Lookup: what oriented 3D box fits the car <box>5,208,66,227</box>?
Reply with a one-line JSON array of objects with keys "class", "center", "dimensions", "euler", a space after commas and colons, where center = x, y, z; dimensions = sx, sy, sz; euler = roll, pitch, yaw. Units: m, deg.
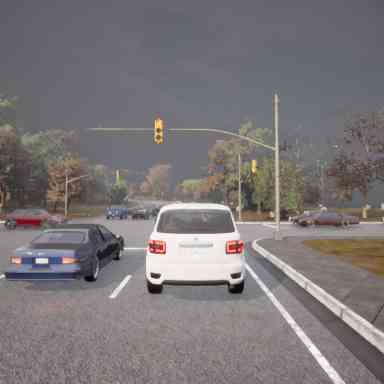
[{"class": "car", "center": [-12.175, 2.067, 26.315], "dimensions": [4.553, 1.767, 2.097], "euler": [0, -3, 7]}]

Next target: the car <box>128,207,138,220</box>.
[{"class": "car", "center": [-7.071, 3.150, 45.822], "dimensions": [1.895, 1.301, 4.718], "euler": [0, -2, -1]}]

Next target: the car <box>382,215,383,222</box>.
[{"class": "car", "center": [21.429, 2.510, 33.030], "dimensions": [4.902, 1.511, 2.128], "euler": [0, -3, -3]}]

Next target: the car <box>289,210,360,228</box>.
[{"class": "car", "center": [11.727, 2.391, 29.155], "dimensions": [5.357, 1.411, 2.033], "euler": [0, -3, -1]}]

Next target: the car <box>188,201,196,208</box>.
[{"class": "car", "center": [-0.087, 3.299, 87.819], "dimensions": [1.837, 1.490, 4.892], "euler": [0, 0, -3]}]

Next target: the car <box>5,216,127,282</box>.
[{"class": "car", "center": [-3.414, 1.665, 10.057], "dimensions": [2.033, 1.411, 5.357], "euler": [0, -1, 0]}]

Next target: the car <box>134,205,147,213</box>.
[{"class": "car", "center": [-10.485, 3.489, 67.849], "dimensions": [1.895, 1.301, 4.718], "euler": [0, 0, 0]}]

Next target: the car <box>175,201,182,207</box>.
[{"class": "car", "center": [-3.564, 3.105, 87.467], "dimensions": [1.882, 1.535, 5.008], "euler": [0, 0, -3]}]

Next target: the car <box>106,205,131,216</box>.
[{"class": "car", "center": [-10.591, 2.815, 47.183], "dimensions": [2.150, 2.045, 5.566], "euler": [0, -2, -2]}]

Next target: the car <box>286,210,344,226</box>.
[{"class": "car", "center": [12.008, 2.492, 32.670], "dimensions": [4.902, 1.511, 2.128], "euler": [0, -3, -1]}]

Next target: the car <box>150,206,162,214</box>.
[{"class": "car", "center": [-7.018, 3.490, 65.271], "dimensions": [1.895, 1.301, 4.718], "euler": [0, 0, 1]}]

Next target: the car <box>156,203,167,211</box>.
[{"class": "car", "center": [-6.974, 3.391, 75.968], "dimensions": [2.033, 1.411, 5.357], "euler": [0, 0, 0]}]

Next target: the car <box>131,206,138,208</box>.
[{"class": "car", "center": [-10.558, 3.377, 57.475], "dimensions": [2.033, 1.411, 5.357], "euler": [0, -1, 1]}]

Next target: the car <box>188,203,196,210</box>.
[{"class": "car", "center": [0.027, 3.343, 77.667], "dimensions": [1.837, 1.490, 4.892], "euler": [0, 0, 0]}]

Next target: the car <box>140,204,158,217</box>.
[{"class": "car", "center": [-7.071, 3.015, 55.349], "dimensions": [2.150, 2.045, 5.566], "euler": [0, -1, 0]}]

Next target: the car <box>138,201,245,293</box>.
[{"class": "car", "center": [0.086, 1.321, 9.202], "dimensions": [2.150, 2.045, 5.566], "euler": [0, -1, 0]}]
